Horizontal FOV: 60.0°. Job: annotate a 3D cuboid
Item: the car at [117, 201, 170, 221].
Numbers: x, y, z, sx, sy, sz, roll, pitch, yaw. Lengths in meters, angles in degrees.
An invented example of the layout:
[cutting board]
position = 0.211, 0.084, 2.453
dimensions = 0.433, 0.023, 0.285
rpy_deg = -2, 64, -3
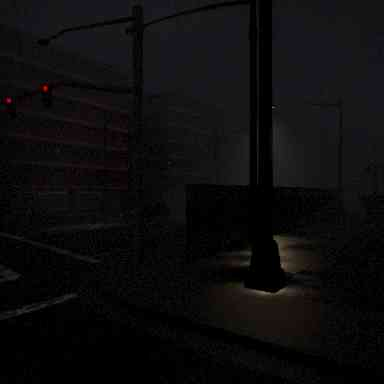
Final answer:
[car]
position = -3.794, 1.492, 26.485
dimensions = 2.128, 1.511, 4.902
rpy_deg = 0, 0, 35
